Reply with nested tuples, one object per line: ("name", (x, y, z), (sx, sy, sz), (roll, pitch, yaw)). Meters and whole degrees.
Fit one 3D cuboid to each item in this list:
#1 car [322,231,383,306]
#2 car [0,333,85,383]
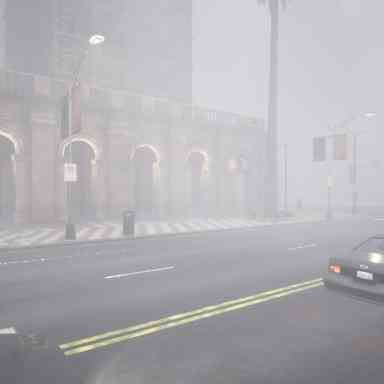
("car", (5.156, 1.547, 7.451), (5.357, 1.411, 2.033), (0, 0, -35))
("car", (-3.179, 1.547, 1.473), (5.357, 1.411, 2.033), (0, 0, -36))
